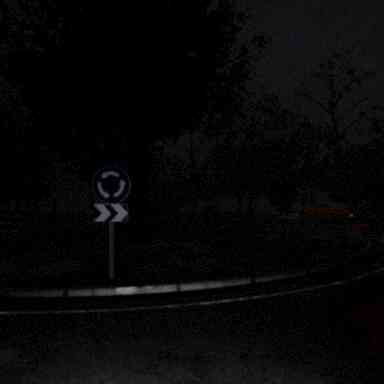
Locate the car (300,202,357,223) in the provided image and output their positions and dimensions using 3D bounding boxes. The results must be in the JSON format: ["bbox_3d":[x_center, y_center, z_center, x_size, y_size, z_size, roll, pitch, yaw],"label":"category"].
[{"bbox_3d":[10.817,1.560,26.805,1.882,1.535,5.008,1,0,-22],"label":"car"}]

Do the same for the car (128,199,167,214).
[{"bbox_3d":[-5.230,1.553,35.747,5.008,1.535,1.882,0,-1,-3],"label":"car"}]
